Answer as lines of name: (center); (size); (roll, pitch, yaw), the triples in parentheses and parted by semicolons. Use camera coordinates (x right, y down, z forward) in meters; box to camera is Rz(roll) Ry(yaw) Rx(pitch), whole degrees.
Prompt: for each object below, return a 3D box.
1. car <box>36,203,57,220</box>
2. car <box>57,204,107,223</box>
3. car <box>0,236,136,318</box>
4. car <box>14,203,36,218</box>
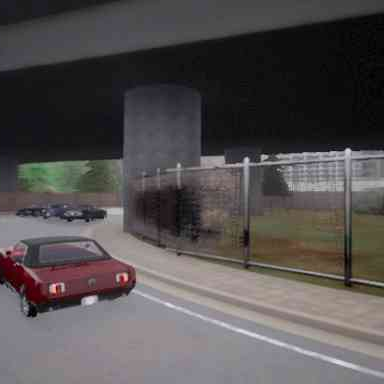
car: (-12.078, 1.802, 31.020); (1.812, 1.442, 4.674); (0, -1, 9)
car: (-9.092, 1.818, 28.601); (2.033, 1.411, 5.357); (0, -1, 6)
car: (-3.225, 1.672, 7.717); (1.895, 1.301, 4.718); (1, -1, -39)
car: (-15.297, 1.831, 33.673); (2.033, 1.411, 5.357); (0, -1, 14)
